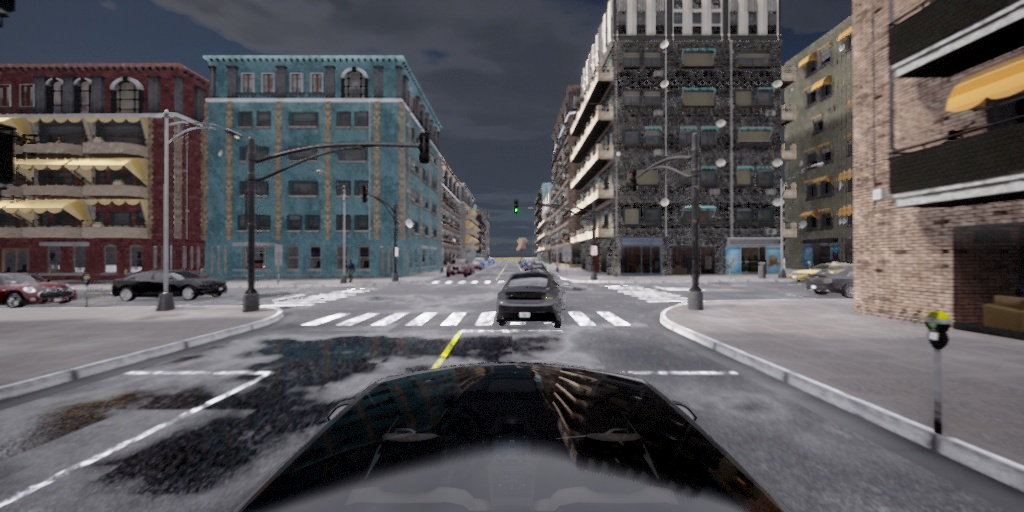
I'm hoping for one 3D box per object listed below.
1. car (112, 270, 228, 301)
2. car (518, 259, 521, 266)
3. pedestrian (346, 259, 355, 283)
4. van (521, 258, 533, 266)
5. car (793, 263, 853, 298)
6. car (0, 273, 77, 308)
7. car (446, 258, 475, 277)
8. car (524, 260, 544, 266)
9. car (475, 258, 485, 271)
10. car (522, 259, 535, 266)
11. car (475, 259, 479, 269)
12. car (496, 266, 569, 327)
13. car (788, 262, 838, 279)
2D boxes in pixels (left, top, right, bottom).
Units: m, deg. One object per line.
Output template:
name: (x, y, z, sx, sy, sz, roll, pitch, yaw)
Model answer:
car: (-17.648, 1.469, 18.659, 5.008, 1.535, 1.882, -1, 0, 0)
car: (2.566, 1.332, 63.987, 1.967, 1.591, 4.097, 0, 0, 0)
pedestrian: (-12.151, 1.101, 26.980, 0.375, 1.860, 0.375, 0, 0, 0)
van: (2.566, 1.211, 52.884, 1.690, 1.789, 3.998, 0, 0, 0)
car: (15.603, 1.119, 15.936, 4.403, 1.370, 2.007, 0, 0, 0)
car: (-22.492, 1.481, 16.228, 4.097, 1.591, 1.967, 0, 0, 0)
car: (-5.315, 1.150, 36.227, 2.192, 1.841, 5.009, 0, 0, 0)
car: (2.566, 1.401, 36.227, 1.948, 1.339, 4.313, 0, 0, 0)
car: (-5.314, 1.415, 52.883, 1.888, 1.381, 4.507, 0, 0, 0)
car: (2.566, 1.441, 47.331, 1.802, 1.307, 4.207, 0, 0, 0)
car: (-5.314, 1.392, 41.779, 1.888, 1.381, 4.507, 0, 0, 0)
car: (0.764, 1.274, 11.750, 1.837, 1.490, 4.892, -1, 0, 10)
car: (21.134, 1.057, 23.774, 4.829, 1.417, 1.751, 0, 0, 0)
